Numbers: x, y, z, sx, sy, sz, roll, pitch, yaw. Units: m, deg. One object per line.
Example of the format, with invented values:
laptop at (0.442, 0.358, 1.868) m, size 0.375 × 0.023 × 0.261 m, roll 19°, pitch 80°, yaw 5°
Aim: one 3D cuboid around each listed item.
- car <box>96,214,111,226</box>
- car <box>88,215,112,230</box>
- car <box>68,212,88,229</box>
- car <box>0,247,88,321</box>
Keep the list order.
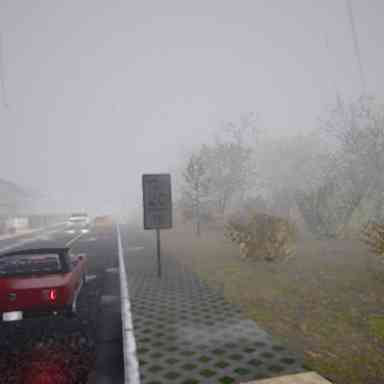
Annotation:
car at (-12.700, 4.035, 47.873) m, size 1.837 × 1.490 × 4.892 m, roll -1°, pitch -3°, yaw -13°
car at (-10.344, 3.464, 37.730) m, size 1.882 × 1.535 × 5.008 m, roll -1°, pitch -3°, yaw -13°
car at (-14.097, 3.513, 41.565) m, size 2.150 × 2.045 × 5.566 m, roll -1°, pitch -3°, yaw -13°
car at (-3.601, 1.983, 7.944) m, size 1.895 × 1.301 × 4.718 m, roll -1°, pitch -3°, yaw -13°
